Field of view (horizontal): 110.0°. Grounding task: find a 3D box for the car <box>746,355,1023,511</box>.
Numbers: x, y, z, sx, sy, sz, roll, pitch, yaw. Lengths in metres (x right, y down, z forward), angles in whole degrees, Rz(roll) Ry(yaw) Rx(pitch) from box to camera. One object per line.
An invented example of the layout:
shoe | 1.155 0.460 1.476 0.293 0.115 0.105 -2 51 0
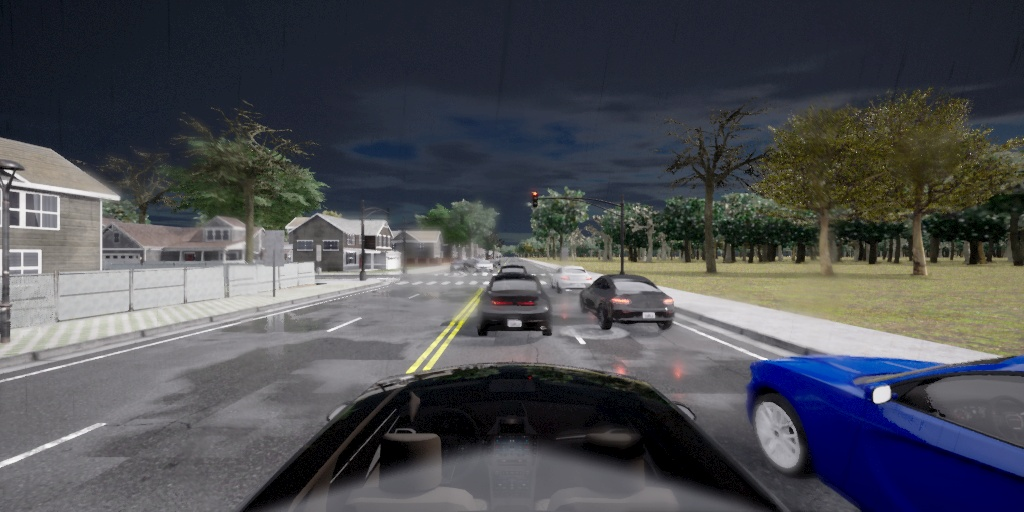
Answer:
car | 3.350 1.228 1.695 1.882 1.535 5.008 0 0 0

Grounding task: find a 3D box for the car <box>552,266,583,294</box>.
car | 3.313 1.275 20.114 1.812 1.442 4.674 0 0 0

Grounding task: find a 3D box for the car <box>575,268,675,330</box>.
car | 3.334 1.275 11.009 1.812 1.442 4.674 0 0 0

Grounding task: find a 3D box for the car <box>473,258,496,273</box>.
car | -3.339 1.267 44.642 1.812 1.442 4.674 0 0 0

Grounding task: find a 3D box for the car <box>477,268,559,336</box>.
car | 0.084 1.255 10.370 1.837 1.490 4.892 0 0 0

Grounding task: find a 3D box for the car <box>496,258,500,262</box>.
car | -3.325 1.237 57.371 1.837 1.490 4.892 0 0 0

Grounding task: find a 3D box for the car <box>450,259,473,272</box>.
car | -6.587 1.232 45.091 2.128 1.511 4.902 0 0 0

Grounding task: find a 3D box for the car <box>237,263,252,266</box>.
car | -22.297 1.332 30.825 5.357 1.411 2.033 0 0 0

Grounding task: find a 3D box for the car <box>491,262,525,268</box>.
car | 0.060 1.254 19.786 1.837 1.490 4.892 0 0 0
